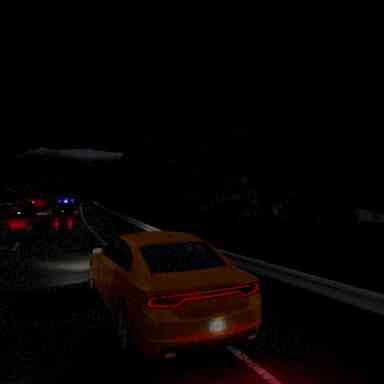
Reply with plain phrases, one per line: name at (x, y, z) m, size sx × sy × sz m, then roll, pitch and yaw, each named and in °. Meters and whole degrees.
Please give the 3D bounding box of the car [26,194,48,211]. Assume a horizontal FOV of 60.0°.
car at (-18.746, 1.219, 39.969) m, size 2.150 × 2.045 × 5.566 m, roll 0°, pitch 0°, yaw -19°

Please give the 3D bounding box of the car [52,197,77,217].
car at (-12.119, 1.490, 31.495) m, size 2.128 × 1.511 × 4.902 m, roll 0°, pitch 0°, yaw -19°

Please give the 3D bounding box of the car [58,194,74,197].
car at (-15.587, 1.219, 41.379) m, size 2.150 × 2.045 × 5.566 m, roll 0°, pitch 0°, yaw -19°

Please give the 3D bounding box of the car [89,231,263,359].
car at (-0.725, 1.478, 6.312) m, size 1.882 × 1.535 × 5.008 m, roll 0°, pitch 0°, yaw -25°

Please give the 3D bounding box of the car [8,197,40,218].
car at (-15.286, 1.502, 30.086) m, size 1.837 × 1.490 × 4.892 m, roll 0°, pitch 0°, yaw -20°
